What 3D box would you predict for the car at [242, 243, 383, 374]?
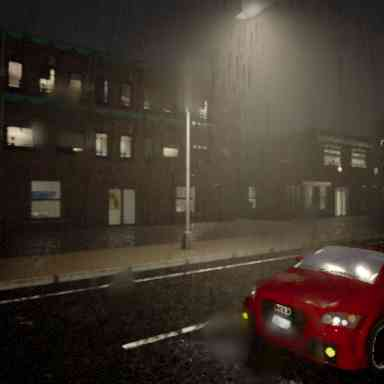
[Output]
[{"bbox_3d":[2.850,1.625,5.720,4.181,1.385,1.994,1,0,-36],"label":"car"}]
